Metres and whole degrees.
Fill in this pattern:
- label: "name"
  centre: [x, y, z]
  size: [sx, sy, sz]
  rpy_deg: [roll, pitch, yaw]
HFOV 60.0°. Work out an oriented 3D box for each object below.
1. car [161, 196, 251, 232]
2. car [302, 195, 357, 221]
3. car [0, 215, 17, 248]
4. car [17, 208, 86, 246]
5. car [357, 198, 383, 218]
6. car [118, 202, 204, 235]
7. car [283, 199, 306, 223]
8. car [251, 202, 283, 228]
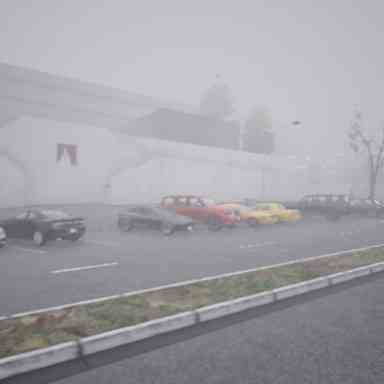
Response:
- label: "car"
  centre: [0.379, 1.231, 20.466]
  size: [5.566, 2.045, 2.435]
  rpy_deg: [-1, -1, 35]
- label: "car"
  centre: [10.101, 1.246, 27.448]
  size: [5.566, 2.045, 2.435]
  rpy_deg: [-1, -1, 35]
- label: "car"
  centre: [-9.426, 1.531, 13.512]
  size: [4.674, 1.452, 2.002]
  rpy_deg: [-1, -1, 35]
- label: "car"
  centre: [-6.976, 1.490, 15.245]
  size: [5.008, 1.535, 2.097]
  rpy_deg: [-1, 0, 35]
- label: "car"
  centre: [15.043, 1.393, 30.898]
  size: [4.553, 1.767, 2.185]
  rpy_deg: [-1, -1, 35]
- label: "car"
  centre: [-2.064, 1.512, 18.719]
  size: [4.792, 1.488, 2.163]
  rpy_deg: [-1, -1, 35]
- label: "car"
  centre: [5.087, 1.484, 24.057]
  size: [5.366, 1.575, 1.946]
  rpy_deg: [-1, -1, 35]
- label: "car"
  centre: [2.954, 1.476, 22.111]
  size: [5.366, 1.575, 1.946]
  rpy_deg: [-1, -1, 35]
